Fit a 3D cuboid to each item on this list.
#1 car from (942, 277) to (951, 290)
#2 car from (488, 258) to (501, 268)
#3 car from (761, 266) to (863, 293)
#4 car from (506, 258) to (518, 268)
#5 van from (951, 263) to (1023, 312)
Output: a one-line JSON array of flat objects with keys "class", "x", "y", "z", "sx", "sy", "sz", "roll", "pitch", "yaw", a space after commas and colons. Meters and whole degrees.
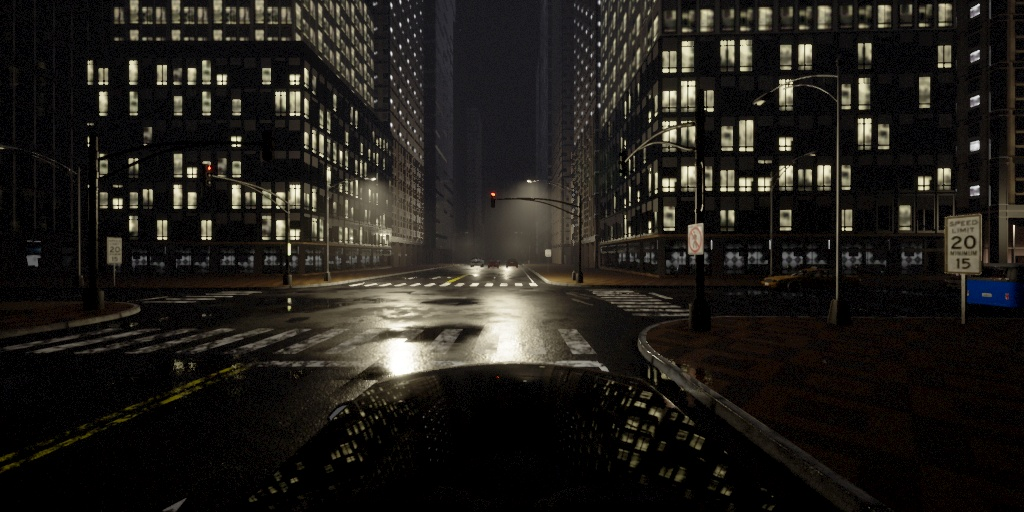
[{"class": "car", "x": 26.923, "y": 1.356, "z": 20.089, "sx": 4.207, "sy": 1.307, "sz": 1.802, "roll": 0, "pitch": 0, "yaw": 2}, {"class": "car", "x": -3.245, "y": 1.460, "z": 63.190, "sx": 1.895, "sy": 1.301, "sz": 4.718, "roll": 0, "pitch": 0, "yaw": 0}, {"class": "car", "x": 17.089, "y": 1.293, "z": 20.574, "sx": 4.829, "sy": 1.417, "sz": 1.751, "roll": 0, "pitch": 0, "yaw": 2}, {"class": "car", "x": 0.005, "y": 1.212, "z": 63.546, "sx": 2.097, "sy": 1.767, "sz": 4.553, "roll": 0, "pitch": 0, "yaw": 0}, {"class": "van", "x": 18.359, "y": 1.119, "z": 12.402, "sx": 3.998, "sy": 1.789, "sz": 1.690, "roll": 0, "pitch": 0, "yaw": 2}]
